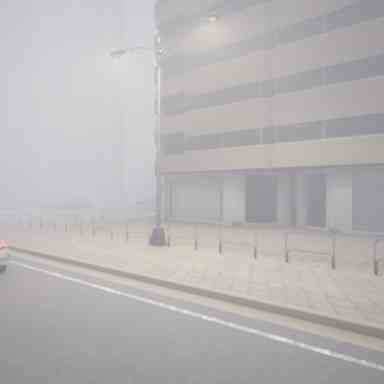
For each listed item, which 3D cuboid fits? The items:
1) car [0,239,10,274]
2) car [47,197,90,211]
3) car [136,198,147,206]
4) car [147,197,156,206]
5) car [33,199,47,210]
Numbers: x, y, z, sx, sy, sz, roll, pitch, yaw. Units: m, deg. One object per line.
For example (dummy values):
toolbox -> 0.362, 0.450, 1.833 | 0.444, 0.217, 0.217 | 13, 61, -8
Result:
car -> -6.787, 1.513, 9.291 | 4.674, 1.442, 1.812 | 0, 0, 39
car -> -14.978, 1.364, 41.229 | 2.097, 1.767, 4.553 | 0, 0, 37
car -> -7.143, 1.621, 57.200 | 2.033, 1.411, 5.357 | 0, 0, 37
car -> -4.372, 1.288, 55.061 | 2.150, 2.045, 5.566 | 0, 0, 37
car -> -17.992, 1.499, 43.050 | 2.128, 1.511, 4.902 | 0, 0, 37
